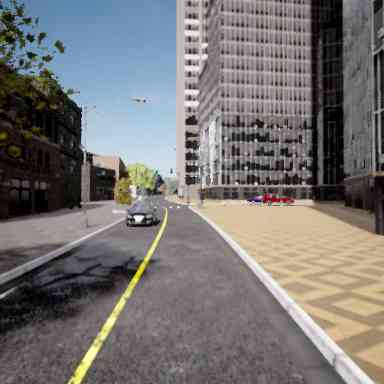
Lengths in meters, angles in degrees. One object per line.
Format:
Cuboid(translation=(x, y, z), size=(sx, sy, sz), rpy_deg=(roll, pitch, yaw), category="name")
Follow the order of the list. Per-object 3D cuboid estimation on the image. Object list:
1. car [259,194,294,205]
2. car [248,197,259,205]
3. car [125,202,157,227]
Cuboid(translation=(13.617, 1.201, 52.740), size=(5.009, 1.841, 2.192), rpy_deg=(0, -1, 15), category="car")
Cuboid(translation=(11.798, 1.410, 56.007), size=(4.718, 1.301, 1.895), rpy_deg=(0, -1, 15), category="car")
Cuboid(translation=(-3.458, 1.506, 23.236), size=(2.128, 1.511, 4.902), rpy_deg=(0, 0, -3), category="car")
